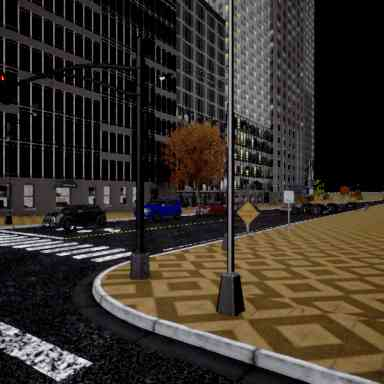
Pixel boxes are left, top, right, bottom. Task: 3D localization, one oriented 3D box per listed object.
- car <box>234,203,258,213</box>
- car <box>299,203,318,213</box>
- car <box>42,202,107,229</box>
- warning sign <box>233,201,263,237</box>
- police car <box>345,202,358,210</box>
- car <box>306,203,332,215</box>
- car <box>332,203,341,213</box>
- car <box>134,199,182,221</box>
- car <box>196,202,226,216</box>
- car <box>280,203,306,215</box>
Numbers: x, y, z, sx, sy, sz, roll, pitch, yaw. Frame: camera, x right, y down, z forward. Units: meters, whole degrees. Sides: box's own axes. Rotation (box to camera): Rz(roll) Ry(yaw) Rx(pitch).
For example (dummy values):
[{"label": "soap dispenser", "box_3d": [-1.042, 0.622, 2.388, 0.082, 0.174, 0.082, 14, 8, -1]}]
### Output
[{"label": "car", "box_3d": [8.119, 2.388, 49.671, 2.033, 1.411, 5.357, 0, -1, 33]}, {"label": "car", "box_3d": [19.171, 2.533, 54.725, 1.837, 1.490, 4.892, 0, -1, 33]}, {"label": "car", "box_3d": [-8.428, 1.647, 24.098, 2.097, 1.767, 4.553, 0, -1, 33]}, {"label": "warning sign", "box_3d": [3.127, 1.454, 18.552, 1.300, 1.860, 1.060, 1, 1, 33]}, {"label": "police car", "box_3d": [31.544, 2.738, 65.818, 1.930, 1.638, 5.238, 0, -1, 33]}, {"label": "car", "box_3d": [17.724, 2.398, 46.298, 1.837, 1.490, 4.892, 0, -1, 33]}, {"label": "car", "box_3d": [23.125, 2.574, 54.687, 1.837, 1.490, 4.892, 0, -1, 33]}, {"label": "car", "box_3d": [-3.155, 1.691, 32.277, 2.150, 2.045, 5.566, 0, -1, 33]}, {"label": "car", "box_3d": [2.326, 2.003, 40.770, 2.097, 1.767, 4.553, 0, -1, 33]}, {"label": "car", "box_3d": [13.854, 2.401, 46.388, 2.033, 1.411, 5.357, 0, -1, 33]}]
